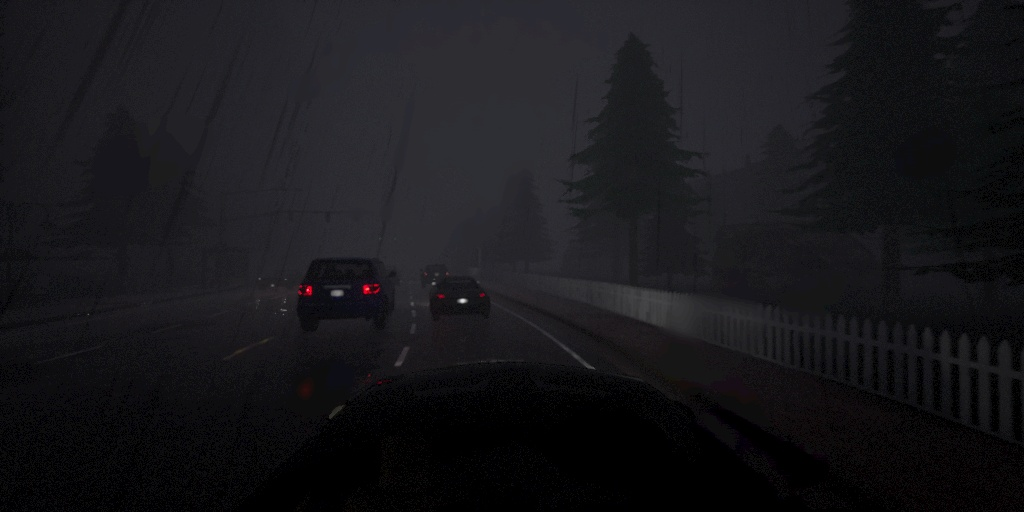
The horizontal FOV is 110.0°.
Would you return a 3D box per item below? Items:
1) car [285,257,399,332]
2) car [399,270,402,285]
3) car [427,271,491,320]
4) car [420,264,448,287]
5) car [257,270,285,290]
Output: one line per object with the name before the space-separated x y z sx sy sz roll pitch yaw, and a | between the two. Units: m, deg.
car | -5.090 1.088 11.690 2.150 2.045 5.566 0 -1 -14
car | -9.850 1.547 28.490 2.128 1.511 4.902 0 -1 -16
car | -2.047 1.436 13.458 1.994 1.385 4.181 0 -1 -13
car | -5.957 1.380 27.631 2.097 1.767 4.553 0 -1 -16
car | -16.470 1.663 25.867 1.895 1.301 4.718 0 -1 -16
